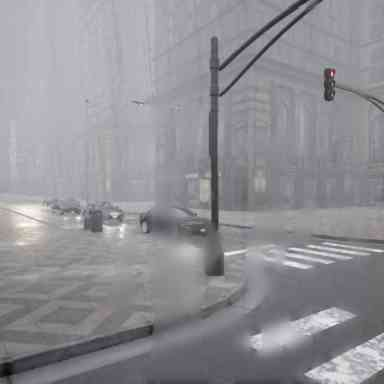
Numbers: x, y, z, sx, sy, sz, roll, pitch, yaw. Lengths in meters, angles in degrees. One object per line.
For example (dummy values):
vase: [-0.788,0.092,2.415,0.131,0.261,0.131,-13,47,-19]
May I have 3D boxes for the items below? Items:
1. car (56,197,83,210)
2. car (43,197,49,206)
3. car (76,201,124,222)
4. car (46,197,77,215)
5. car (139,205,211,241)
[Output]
car: [-16.401,1.489,44.262,2.033,1.411,5.357,0,0,-35]
car: [-22.043,1.446,52.076,1.812,1.442,4.674,0,0,-36]
car: [-6.862,1.480,25.462,2.128,1.511,4.902,0,0,-36]
car: [-13.010,1.518,34.093,2.033,1.411,5.357,0,0,-35]
car: [-0.947,1.470,17.175,1.882,1.535,5.008,0,0,-36]
